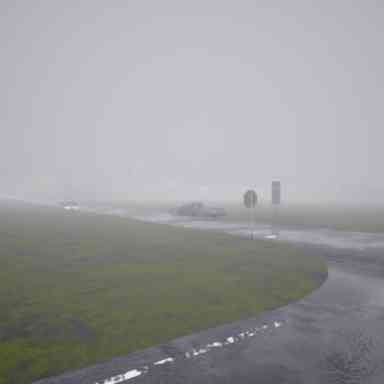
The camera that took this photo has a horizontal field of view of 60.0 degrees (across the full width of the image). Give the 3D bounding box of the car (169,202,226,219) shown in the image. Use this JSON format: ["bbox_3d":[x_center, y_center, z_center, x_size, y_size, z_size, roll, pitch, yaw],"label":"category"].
[{"bbox_3d":[0.421,1.531,28.603,5.357,1.411,2.033,0,0,45],"label":"car"}]

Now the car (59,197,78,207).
[{"bbox_3d":[-18.647,1.438,50.053,1.994,1.385,4.181,0,0,-35],"label":"car"}]
